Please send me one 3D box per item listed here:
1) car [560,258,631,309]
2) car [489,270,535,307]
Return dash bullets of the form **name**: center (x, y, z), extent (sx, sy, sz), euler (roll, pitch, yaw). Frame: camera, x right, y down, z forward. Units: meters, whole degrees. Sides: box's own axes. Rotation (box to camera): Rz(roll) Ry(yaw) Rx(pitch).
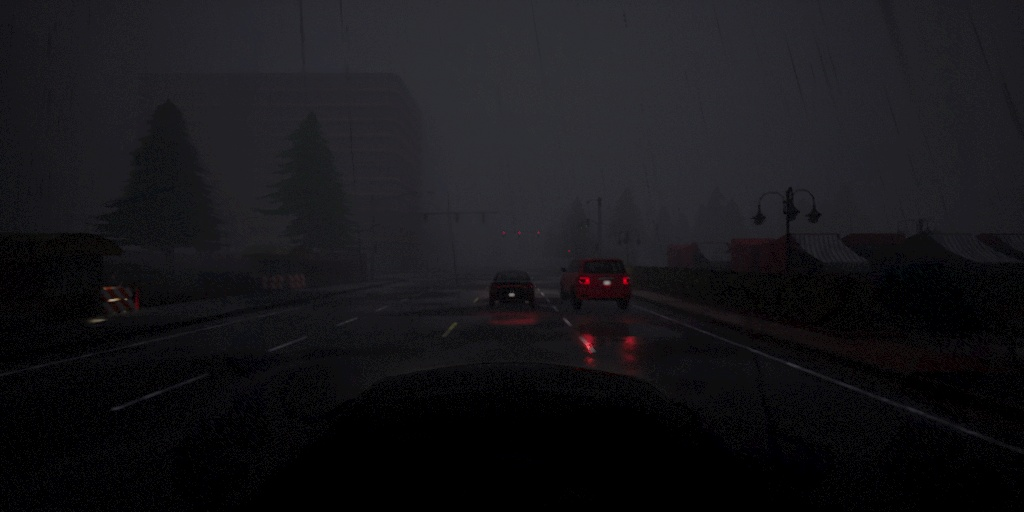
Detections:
- **car**: center (3.497, 1.100, 15.873), extent (2.150, 2.045, 5.566), euler (0, 0, 0)
- **car**: center (0.002, 1.366, 16.337), extent (1.882, 1.535, 5.008), euler (0, 0, 0)
